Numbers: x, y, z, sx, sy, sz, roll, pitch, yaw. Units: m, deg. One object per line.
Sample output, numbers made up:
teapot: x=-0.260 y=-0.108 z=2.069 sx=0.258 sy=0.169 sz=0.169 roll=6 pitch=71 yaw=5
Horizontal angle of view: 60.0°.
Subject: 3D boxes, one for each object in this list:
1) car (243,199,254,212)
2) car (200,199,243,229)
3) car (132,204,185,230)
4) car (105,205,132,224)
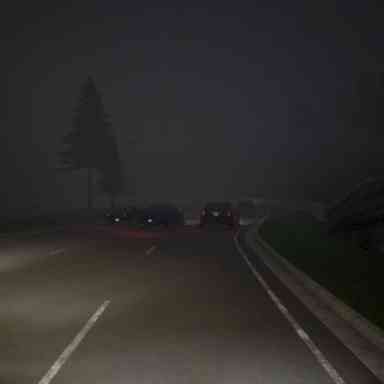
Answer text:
car: x=6.420 y=1.570 z=40.964 sx=2.128 sy=1.511 sz=4.902 roll=0 pitch=0 yaw=3
car: x=1.972 y=1.394 z=22.297 sx=2.097 sy=1.767 sz=4.553 roll=0 pitch=0 yaw=14
car: x=-1.848 y=1.519 z=21.643 sx=1.882 sy=1.535 sz=5.008 roll=0 pitch=0 yaw=13
car: x=-4.578 y=1.649 z=25.174 sx=1.895 sy=1.301 sz=4.718 roll=0 pitch=0 yaw=15
